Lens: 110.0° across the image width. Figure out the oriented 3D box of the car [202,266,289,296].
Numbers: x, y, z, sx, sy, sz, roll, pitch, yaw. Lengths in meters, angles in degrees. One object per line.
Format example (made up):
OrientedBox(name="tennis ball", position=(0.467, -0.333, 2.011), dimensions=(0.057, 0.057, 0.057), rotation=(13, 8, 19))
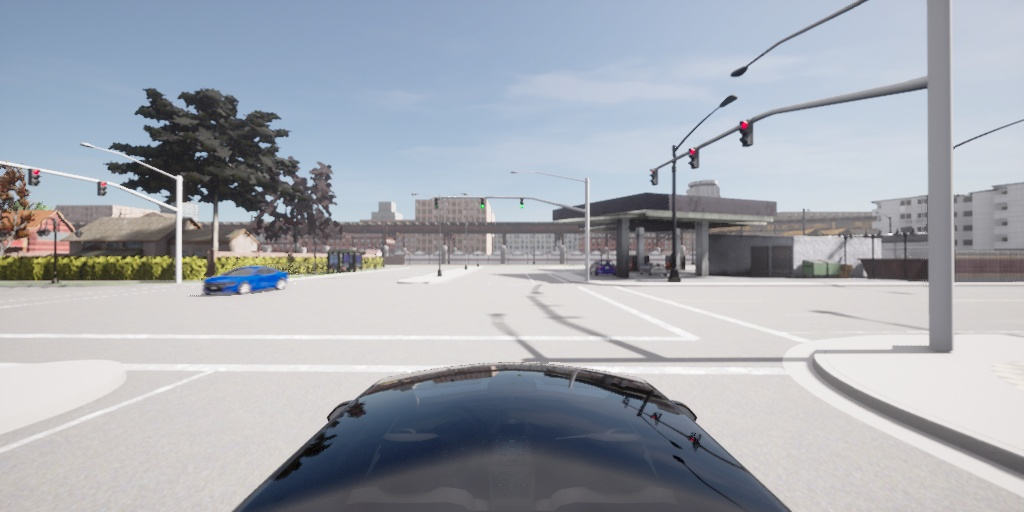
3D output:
OrientedBox(name="car", position=(-15.011, 1.339, 20.511), dimensions=(1.882, 1.535, 5.008), rotation=(0, 0, 0))
